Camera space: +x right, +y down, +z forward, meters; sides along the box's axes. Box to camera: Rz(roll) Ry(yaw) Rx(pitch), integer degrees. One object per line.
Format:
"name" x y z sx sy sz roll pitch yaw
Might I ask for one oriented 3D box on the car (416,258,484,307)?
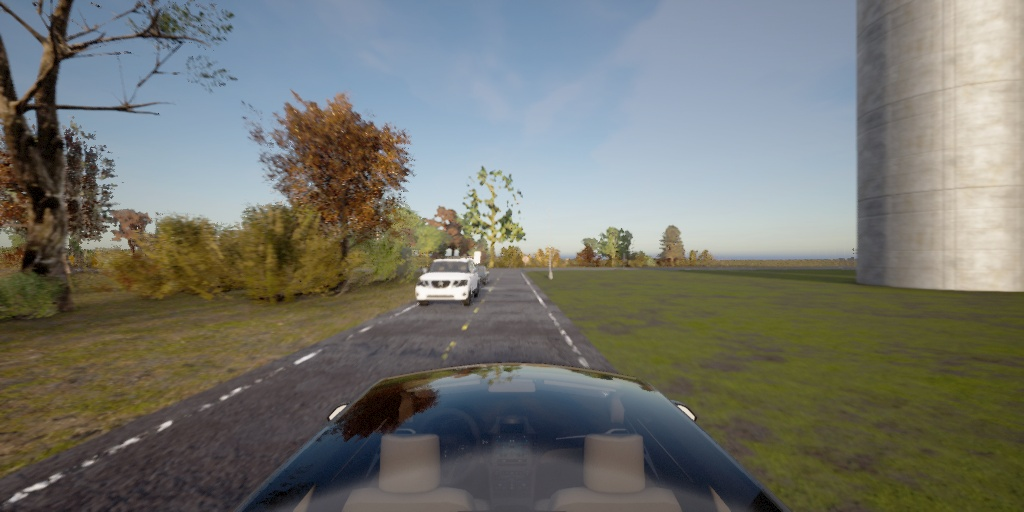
"car" -2.769 1.106 16.658 2.150 2.045 5.566 0 -1 0

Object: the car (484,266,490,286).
"car" -2.781 1.482 28.056 1.837 1.490 4.892 0 0 1
